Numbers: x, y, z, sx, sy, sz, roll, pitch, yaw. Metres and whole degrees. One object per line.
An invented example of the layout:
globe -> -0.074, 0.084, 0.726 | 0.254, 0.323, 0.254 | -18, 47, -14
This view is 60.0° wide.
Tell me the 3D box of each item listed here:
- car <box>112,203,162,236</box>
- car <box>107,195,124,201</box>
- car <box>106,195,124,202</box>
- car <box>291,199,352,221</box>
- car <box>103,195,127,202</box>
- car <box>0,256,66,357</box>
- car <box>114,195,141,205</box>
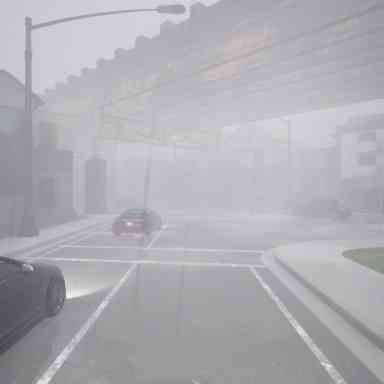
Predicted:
car -> -2.954, 1.563, 18.582 | 1.994, 1.385, 4.181 | 0, 0, 5
car -> -17.513, 1.293, 76.153 | 1.853, 1.218, 4.536 | 0, 0, 15
car -> -17.526, 1.451, 76.103 | 2.038, 1.542, 4.974 | 0, 0, 15
car -> 10.558, 1.351, 27.457 | 2.097, 1.767, 4.553 | 0, 0, -45
car -> -16.848, 1.451, 72.434 | 4.974, 1.542, 2.038 | 0, 0, -15
car -> -3.399, 1.563, 4.758 | 1.994, 1.385, 4.181 | 0, 0, -1
car -> -9.240, 1.476, 47.486 | 1.882, 1.535, 5.008 | 0, 0, -45
